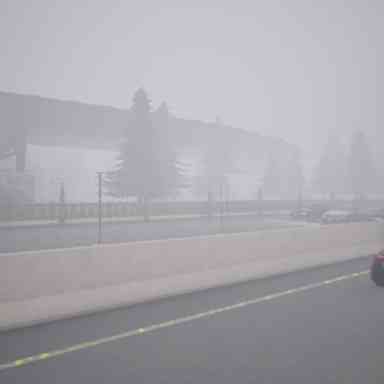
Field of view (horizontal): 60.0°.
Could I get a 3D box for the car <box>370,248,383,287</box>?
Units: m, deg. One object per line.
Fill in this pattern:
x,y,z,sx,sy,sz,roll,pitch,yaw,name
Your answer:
6.298,1.630,8.265,4.181,1.385,1.994,0,0,-35,car

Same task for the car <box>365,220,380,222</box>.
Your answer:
13.494,1.647,22.201,4.902,1.511,2.128,0,0,-35,car
